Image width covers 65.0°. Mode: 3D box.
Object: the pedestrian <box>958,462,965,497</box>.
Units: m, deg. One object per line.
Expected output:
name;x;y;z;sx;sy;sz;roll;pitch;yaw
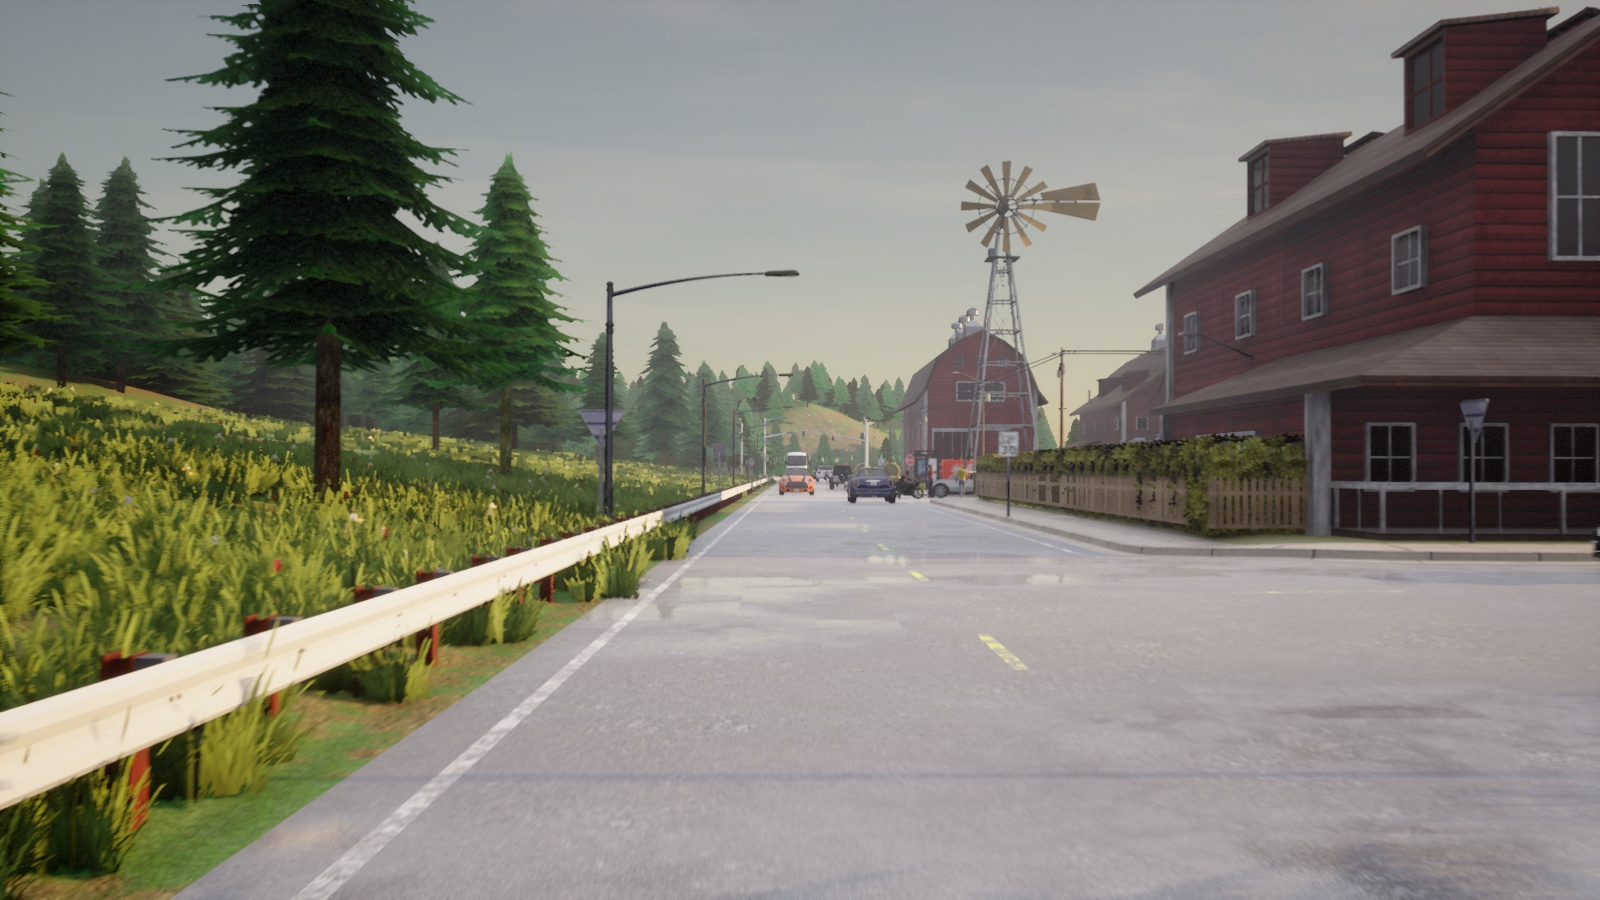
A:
pedestrian;8.552;1.579;66.491;0.354;1.836;0.706;0;-1;7

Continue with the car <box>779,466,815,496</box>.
car;-0.184;1.840;76.488;2.097;1.767;4.553;0;-1;0

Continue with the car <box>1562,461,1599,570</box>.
car;13.339;0.884;17.029;4.892;1.490;1.837;0;-1;0

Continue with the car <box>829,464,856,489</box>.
car;3.265;2.080;97.489;1.905;1.878;3.866;0;-2;0

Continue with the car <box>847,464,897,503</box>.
car;3.356;1.567;59.539;2.097;1.767;4.553;0;-1;0

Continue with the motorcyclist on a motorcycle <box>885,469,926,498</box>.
motorcyclist on a motorcycle;5.575;1.785;66.356;2.044;1.523;0.797;-1;-1;22

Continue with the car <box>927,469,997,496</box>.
car;9.030;1.808;69.826;3.806;1.475;1.970;0;-1;10
